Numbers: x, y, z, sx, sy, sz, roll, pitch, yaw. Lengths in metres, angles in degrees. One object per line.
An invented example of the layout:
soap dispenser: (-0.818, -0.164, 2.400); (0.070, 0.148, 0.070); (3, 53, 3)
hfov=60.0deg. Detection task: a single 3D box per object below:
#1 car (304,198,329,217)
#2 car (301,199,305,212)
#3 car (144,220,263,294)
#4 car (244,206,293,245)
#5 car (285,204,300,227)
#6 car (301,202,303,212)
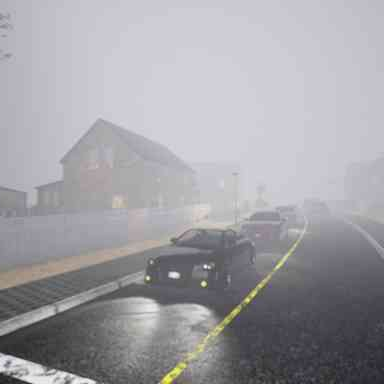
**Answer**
car: (13.987, 1.823, 37.037); (2.097, 1.767, 4.553); (-1, -1, 17)
car: (16.575, 1.852, 46.450); (2.150, 2.045, 5.566); (-1, -1, 14)
car: (0.429, 1.714, 9.330); (1.994, 1.385, 4.181); (-1, -1, 25)
car: (3.888, 1.716, 17.293); (1.882, 1.535, 5.008); (-1, -1, 22)
car: (7.366, 1.826, 26.282); (1.882, 1.535, 5.008); (-1, -1, 20)
car: (10.701, 2.034, 36.016); (2.033, 1.411, 5.357); (-1, -1, 18)
